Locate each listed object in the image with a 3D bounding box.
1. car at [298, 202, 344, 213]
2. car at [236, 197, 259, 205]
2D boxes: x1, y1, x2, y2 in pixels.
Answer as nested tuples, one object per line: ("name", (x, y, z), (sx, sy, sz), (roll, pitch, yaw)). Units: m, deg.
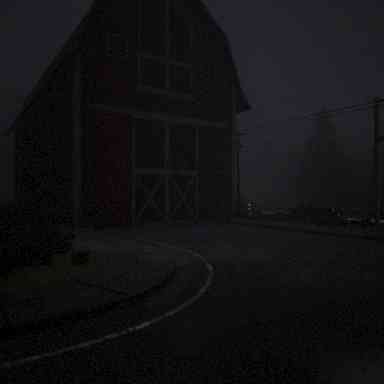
("car", (11.328, 1.628, 30.246), (1.895, 1.301, 4.718), (0, 0, -34))
("car", (5.764, 1.379, 38.355), (2.097, 1.767, 4.553), (0, 0, -34))
